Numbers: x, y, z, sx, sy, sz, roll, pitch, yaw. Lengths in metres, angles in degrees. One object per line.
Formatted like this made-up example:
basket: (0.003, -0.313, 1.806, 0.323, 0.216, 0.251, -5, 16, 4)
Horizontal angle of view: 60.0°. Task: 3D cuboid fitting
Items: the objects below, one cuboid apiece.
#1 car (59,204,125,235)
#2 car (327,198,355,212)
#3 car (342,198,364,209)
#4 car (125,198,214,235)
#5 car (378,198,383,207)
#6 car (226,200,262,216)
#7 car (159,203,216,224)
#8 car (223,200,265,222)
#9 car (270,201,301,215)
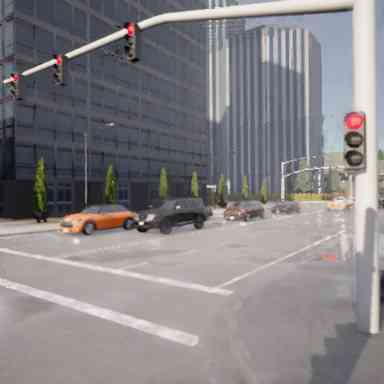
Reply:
car: (-5.768, 1.564, 20.414, 2.097, 1.767, 4.553, -1, 0, 36)
car: (18.597, 1.475, 41.883, 2.097, 1.767, 4.553, -1, 0, 36)
car: (23.971, 1.610, 49.333, 2.128, 1.511, 4.902, -1, 0, 36)
car: (-1.213, 1.397, 20.752, 2.150, 2.045, 5.566, -1, 0, 36)
car: (26.316, 1.586, 46.554, 1.837, 1.490, 4.892, -1, -1, 37)
car: (5.718, 1.706, 36.314, 1.837, 1.490, 4.892, -1, 0, 36)
car: (-0.225, 1.754, 28.096, 2.033, 1.411, 5.357, -1, 0, 36)
car: (4.533, 1.522, 28.708, 2.097, 1.767, 4.553, -1, 0, 36)
car: (10.540, 1.712, 37.005, 2.033, 1.411, 5.357, -1, 0, 36)
